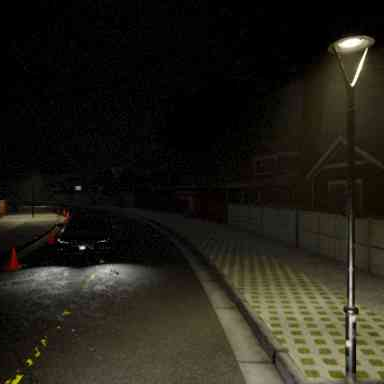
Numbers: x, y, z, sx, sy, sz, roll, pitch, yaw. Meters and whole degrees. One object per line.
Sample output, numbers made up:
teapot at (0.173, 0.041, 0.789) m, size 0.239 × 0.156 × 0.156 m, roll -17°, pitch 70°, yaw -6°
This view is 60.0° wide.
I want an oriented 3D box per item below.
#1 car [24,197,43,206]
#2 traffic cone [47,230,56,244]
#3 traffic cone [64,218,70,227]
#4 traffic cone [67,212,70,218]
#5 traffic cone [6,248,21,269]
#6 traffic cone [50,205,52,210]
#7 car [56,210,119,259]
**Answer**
car at (-25.593, 1.495, 53.515) m, size 1.812 × 1.442 × 4.674 m, roll 0°, pitch 0°, yaw -40°
traffic cone at (-6.163, 1.951, 14.583) m, size 0.340 × 0.580 × 0.340 m, roll 0°, pitch 0°, yaw -12°
traffic cone at (-7.341, 1.949, 19.283) m, size 0.340 × 0.580 × 0.340 m, roll 0°, pitch 0°, yaw -16°
traffic cone at (-8.807, 1.947, 23.902) m, size 0.340 × 0.580 × 0.340 m, roll 0°, pitch 0°, yaw -19°
traffic cone at (-5.277, 1.953, 9.818) m, size 0.340 × 0.580 × 0.340 m, roll 0°, pitch 0°, yaw -9°
traffic cone at (-17.432, 1.937, 41.209) m, size 0.340 × 0.580 × 0.340 m, roll 0°, pitch 0°, yaw -34°
car at (-3.910, 1.501, 12.827) m, size 1.837 × 1.490 × 4.892 m, roll 0°, pitch 0°, yaw -11°
